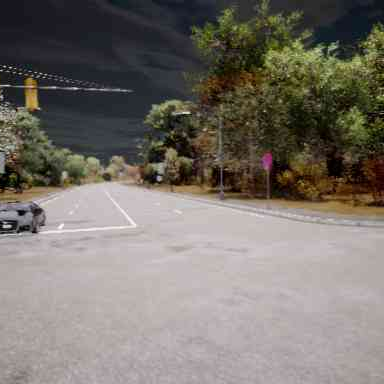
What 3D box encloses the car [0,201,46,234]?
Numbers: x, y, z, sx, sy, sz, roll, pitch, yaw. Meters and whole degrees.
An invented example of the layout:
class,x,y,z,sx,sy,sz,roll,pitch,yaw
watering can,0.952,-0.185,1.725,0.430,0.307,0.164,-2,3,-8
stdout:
class,x,y,z,sx,sy,sz,roll,pitch,yaw
car,-8.092,1.142,15.486,1.994,1.385,4.181,-2,3,-16
